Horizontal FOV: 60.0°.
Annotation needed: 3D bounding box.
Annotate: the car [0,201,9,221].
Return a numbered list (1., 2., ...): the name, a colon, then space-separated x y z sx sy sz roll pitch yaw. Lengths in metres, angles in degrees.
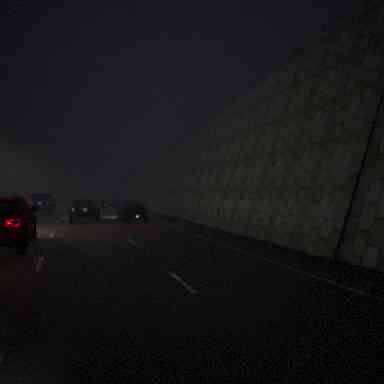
1. car: -16.076 1.460 26.349 2.033 1.411 5.357 0 0 -20

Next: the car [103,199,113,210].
1. car: -10.291 1.502 41.110 1.895 1.301 4.718 0 0 -20

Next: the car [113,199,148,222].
1. car: -4.698 1.448 25.802 1.837 1.490 4.892 0 0 -20

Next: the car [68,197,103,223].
1. car: -8.164 1.287 25.087 2.097 1.767 4.553 0 0 -20

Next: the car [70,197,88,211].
1. car: -13.575 1.373 39.895 1.882 1.535 5.008 0 0 -20

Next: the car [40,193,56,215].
1. car: -14.444 1.122 32.083 2.150 2.045 5.566 0 -1 -20

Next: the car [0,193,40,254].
1. car: -7.486 1.180 13.042 2.150 2.045 5.566 0 0 -20
